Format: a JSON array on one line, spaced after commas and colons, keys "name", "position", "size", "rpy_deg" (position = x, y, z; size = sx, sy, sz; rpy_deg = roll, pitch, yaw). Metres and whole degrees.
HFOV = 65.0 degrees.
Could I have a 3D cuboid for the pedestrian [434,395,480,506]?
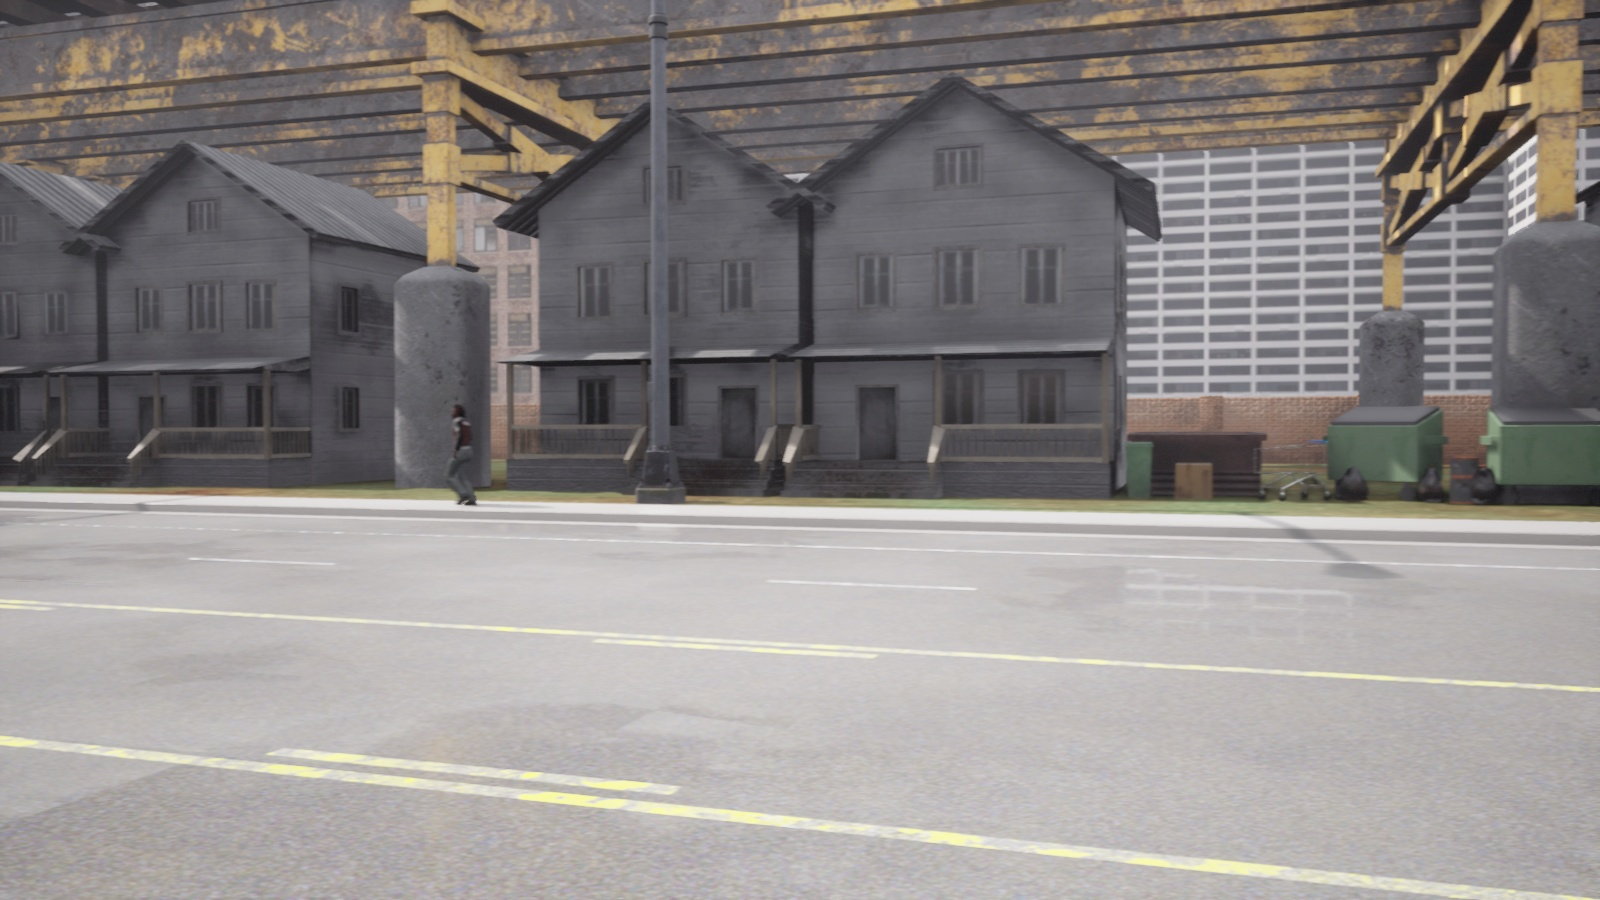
[{"name": "pedestrian", "position": [-6.064, 0.004, 22.201], "size": [0.666, 1.930, 0.402], "rpy_deg": [1, 1, 16]}]
